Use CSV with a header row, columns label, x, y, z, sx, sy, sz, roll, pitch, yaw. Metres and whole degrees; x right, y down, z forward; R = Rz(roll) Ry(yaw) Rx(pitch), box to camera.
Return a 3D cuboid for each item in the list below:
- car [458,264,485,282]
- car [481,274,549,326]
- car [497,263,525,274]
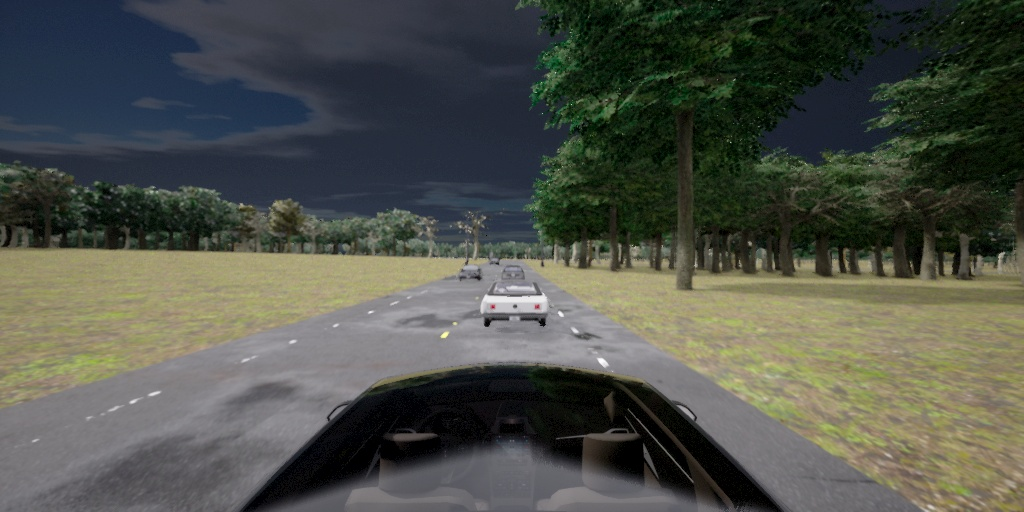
label,x,y,z,sx,sy,sz,roll,pitch,yaw
car,-3.594,1.471,31.887,1.812,1.442,4.674,0,0,0
car,0.089,1.438,12.046,1.895,1.301,4.718,0,0,0
car,0.094,1.482,29.117,2.033,1.411,5.357,0,0,0
